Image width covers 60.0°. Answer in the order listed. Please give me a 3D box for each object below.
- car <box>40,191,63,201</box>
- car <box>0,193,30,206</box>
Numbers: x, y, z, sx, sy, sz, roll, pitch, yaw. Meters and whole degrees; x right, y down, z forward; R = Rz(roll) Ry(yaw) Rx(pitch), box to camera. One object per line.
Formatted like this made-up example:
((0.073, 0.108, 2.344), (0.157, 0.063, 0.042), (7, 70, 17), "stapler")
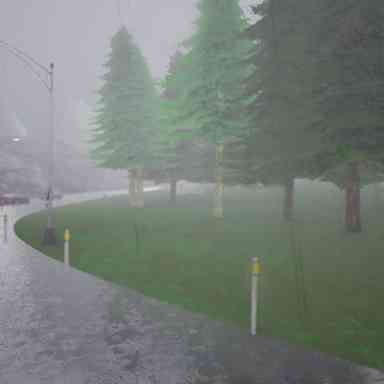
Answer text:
((-21.649, 0.509, 51.420), (2.128, 1.511, 4.902), (1, 2, 1), "car")
((-21.488, 0.869, 40.292), (1.882, 1.535, 5.008), (1, 2, -1), "car")
